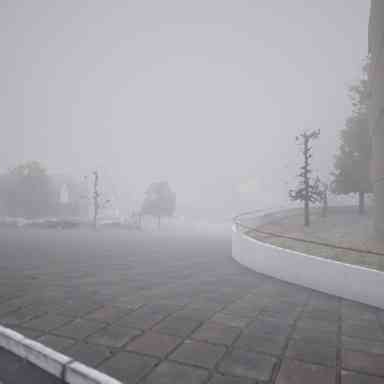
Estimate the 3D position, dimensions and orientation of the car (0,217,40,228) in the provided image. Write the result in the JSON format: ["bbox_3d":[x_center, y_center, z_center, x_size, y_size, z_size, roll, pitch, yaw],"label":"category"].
[{"bbox_3d":[-24.313,4.331,46.922,4.674,1.452,2.002,0,-6,5],"label":"car"}]

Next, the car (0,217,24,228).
[{"bbox_3d":[-25.556,4.049,44.174,4.674,1.452,2.002,0,-5,5],"label":"car"}]

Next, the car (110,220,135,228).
[{"bbox_3d":[-14.257,6.586,68.800,4.674,1.452,2.002,0,-5,5],"label":"car"}]

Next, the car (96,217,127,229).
[{"bbox_3d":[-13.835,5.545,57.335,1.812,1.442,4.674,-1,-5,25],"label":"car"}]

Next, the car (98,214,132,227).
[{"bbox_3d":[-15.531,6.014,66.091,5.566,2.045,2.435,0,-5,5],"label":"car"}]

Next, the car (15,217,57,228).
[{"bbox_3d":[-23.236,4.569,49.674,5.366,1.575,1.946,0,-5,5],"label":"car"}]

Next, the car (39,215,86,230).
[{"bbox_3d":[-16.400,4.058,42.347,1.882,1.535,5.008,-1,-6,24],"label":"car"}]

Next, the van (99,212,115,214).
[{"bbox_3d":[-23.454,7.323,92.576,1.878,1.987,4.442,0,1,10],"label":"van"}]

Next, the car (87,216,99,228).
[{"bbox_3d":[-19.271,5.420,57.865,4.892,1.521,2.231,0,-5,5],"label":"car"}]

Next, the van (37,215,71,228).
[{"bbox_3d":[-21.673,4.631,52.412,4.442,1.987,1.878,0,-6,5],"label":"van"}]

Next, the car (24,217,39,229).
[{"bbox_3d":[-19.564,4.323,44.743,1.895,1.301,4.718,-1,-6,24],"label":"car"}]
